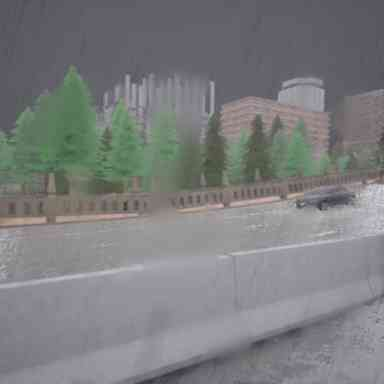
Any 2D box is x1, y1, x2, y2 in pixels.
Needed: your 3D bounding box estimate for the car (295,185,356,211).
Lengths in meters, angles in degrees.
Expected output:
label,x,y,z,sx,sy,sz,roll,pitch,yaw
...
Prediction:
label,x,y,z,sx,sy,sz,roll,pitch,yaw
car,9.003,0.329,22.336,4.892,1.490,1.837,-6,4,-32
